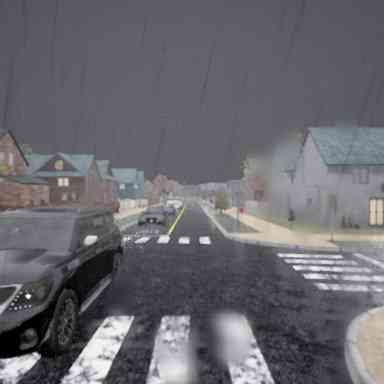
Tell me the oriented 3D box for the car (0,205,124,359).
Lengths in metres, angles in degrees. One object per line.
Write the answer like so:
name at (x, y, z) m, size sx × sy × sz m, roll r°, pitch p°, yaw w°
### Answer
car at (-2.831, 1.314, 6.510) m, size 2.150 × 2.045 × 5.566 m, roll 0°, pitch -1°, yaw 0°

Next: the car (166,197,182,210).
car at (-2.796, 1.815, 53.035) m, size 2.150 × 2.045 × 5.566 m, roll 0°, pitch 0°, yaw 1°

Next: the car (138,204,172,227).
car at (-2.850, 1.855, 25.285) m, size 1.994 × 1.385 × 4.181 m, roll 0°, pitch -1°, yaw 0°

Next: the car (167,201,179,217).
car at (-2.844, 1.980, 36.485) m, size 1.994 × 1.385 × 4.181 m, roll 0°, pitch -1°, yaw 0°
